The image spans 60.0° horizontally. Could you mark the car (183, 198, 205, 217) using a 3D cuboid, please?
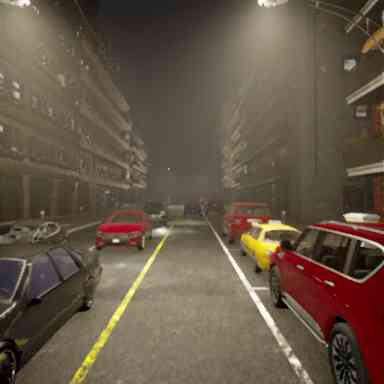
[{"bbox_3d":[0.073,1.741,35.149,1.882,1.535,5.008,0,0,0],"label":"car"}]

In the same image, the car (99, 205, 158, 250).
[{"bbox_3d":[-2.859,1.568,14.972,1.882,1.535,5.008,0,0,0],"label":"car"}]

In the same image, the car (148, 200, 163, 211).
[{"bbox_3d":[-5.347,1.938,49.208,1.752,1.417,4.829,1,-1,0],"label":"car"}]

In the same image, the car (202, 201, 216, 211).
[{"bbox_3d":[2.532,2.002,49.418,1.802,1.307,4.206,1,-1,0],"label":"car"}]

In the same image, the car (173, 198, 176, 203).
[{"bbox_3d":[-5.389,2.471,93.719,1.752,1.417,4.829,1,-1,0],"label":"car"}]

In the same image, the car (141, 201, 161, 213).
[{"bbox_3d":[-5.342,1.903,43.816,2.008,1.369,4.403,1,-1,0],"label":"car"}]

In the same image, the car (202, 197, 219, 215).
[{"bbox_3d":[2.546,1.611,38.297,2.192,1.841,5.009,1,-1,0],"label":"car"}]

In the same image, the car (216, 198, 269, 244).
[{"bbox_3d":[2.570,1.416,16.064,2.192,1.841,5.009,1,0,0],"label":"car"}]

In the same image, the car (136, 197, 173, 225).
[{"bbox_3d":[-2.859,1.522,25.271,2.097,1.767,4.553,0,0,0],"label":"car"}]

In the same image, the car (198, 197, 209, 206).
[{"bbox_3d":[2.515,1.999,71.676,2.192,1.841,5.009,1,-1,0],"label":"car"}]

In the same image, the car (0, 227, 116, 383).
[{"bbox_3d":[-2.853,1.572,5.101,2.033,1.411,5.357,0,0,0],"label":"car"}]

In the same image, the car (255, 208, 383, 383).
[{"bbox_3d":[2.581,1.343,4.939,2.192,1.841,5.009,1,0,0],"label":"car"}]

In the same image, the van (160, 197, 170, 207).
[{"bbox_3d":[-5.360,1.953,66.072,1.690,1.788,3.998,1,-1,0],"label":"van"}]

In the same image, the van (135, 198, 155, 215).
[{"bbox_3d":[-5.333,1.632,38.253,1.690,1.788,3.998,1,-1,0],"label":"van"}]

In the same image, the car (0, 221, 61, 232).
[{"bbox_3d":[-5.308,1.624,10.446,1.947,1.339,4.313,1,0,0],"label":"car"}]

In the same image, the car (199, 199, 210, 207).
[{"bbox_3d":[2.516,2.183,66.109,1.947,1.339,4.313,1,-1,0],"label":"car"}]

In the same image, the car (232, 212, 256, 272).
[{"bbox_3d":[2.572,1.590,10.667,1.752,1.417,4.829,1,0,0],"label":"car"}]

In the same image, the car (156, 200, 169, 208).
[{"bbox_3d":[-5.358,2.097,60.506,2.008,1.369,4.403,1,-1,0],"label":"car"}]
